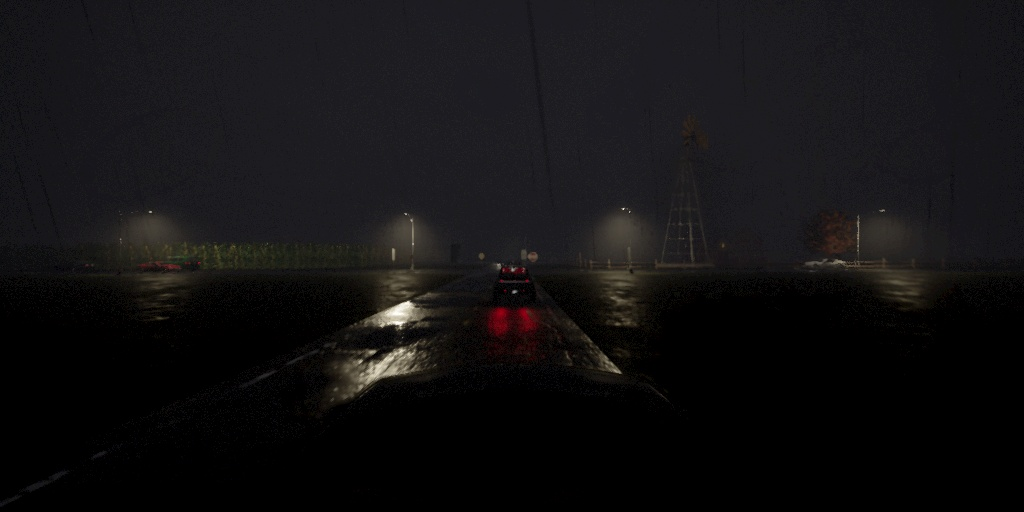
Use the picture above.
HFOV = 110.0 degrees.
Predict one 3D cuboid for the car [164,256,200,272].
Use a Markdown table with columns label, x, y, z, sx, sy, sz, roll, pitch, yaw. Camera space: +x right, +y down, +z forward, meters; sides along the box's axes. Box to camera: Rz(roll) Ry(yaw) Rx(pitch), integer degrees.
| label | x | y | z | sx | sy | sz | roll | pitch | yaw |
| --- | --- | --- | --- | --- | --- | --- | --- | --- | --- |
| car | -44.237 | 1.080 | 47.004 | 5.566 | 2.045 | 2.150 | 0 | 1 | 0 |

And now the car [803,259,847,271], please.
| label | x | y | z | sx | sy | sz | roll | pitch | yaw |
| --- | --- | --- | --- | --- | --- | --- | --- | --- | --- |
| car | 39.834 | 1.083 | 45.654 | 4.674 | 1.442 | 1.812 | 0 | 1 | 3 |

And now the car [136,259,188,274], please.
| label | x | y | z | sx | sy | sz | roll | pitch | yaw |
| --- | --- | --- | --- | --- | --- | --- | --- | --- | --- |
| car | -43.490 | 1.423 | 44.209 | 4.674 | 1.442 | 1.812 | 0 | 1 | 0 |

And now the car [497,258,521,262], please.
| label | x | y | z | sx | sy | sz | roll | pitch | yaw |
| --- | --- | --- | --- | --- | --- | --- | --- | --- | --- |
| car | 0.120 | 1.087 | 29.717 | 2.097 | 1.767 | 4.553 | 0 | 0 | 1 |

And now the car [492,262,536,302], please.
| label | x | y | z | sx | sy | sz | roll | pitch | yaw |
| --- | --- | --- | --- | --- | --- | --- | --- | --- | --- |
| car | 0.101 | 1.236 | 16.797 | 2.128 | 1.511 | 4.902 | 0 | 0 | 0 |
